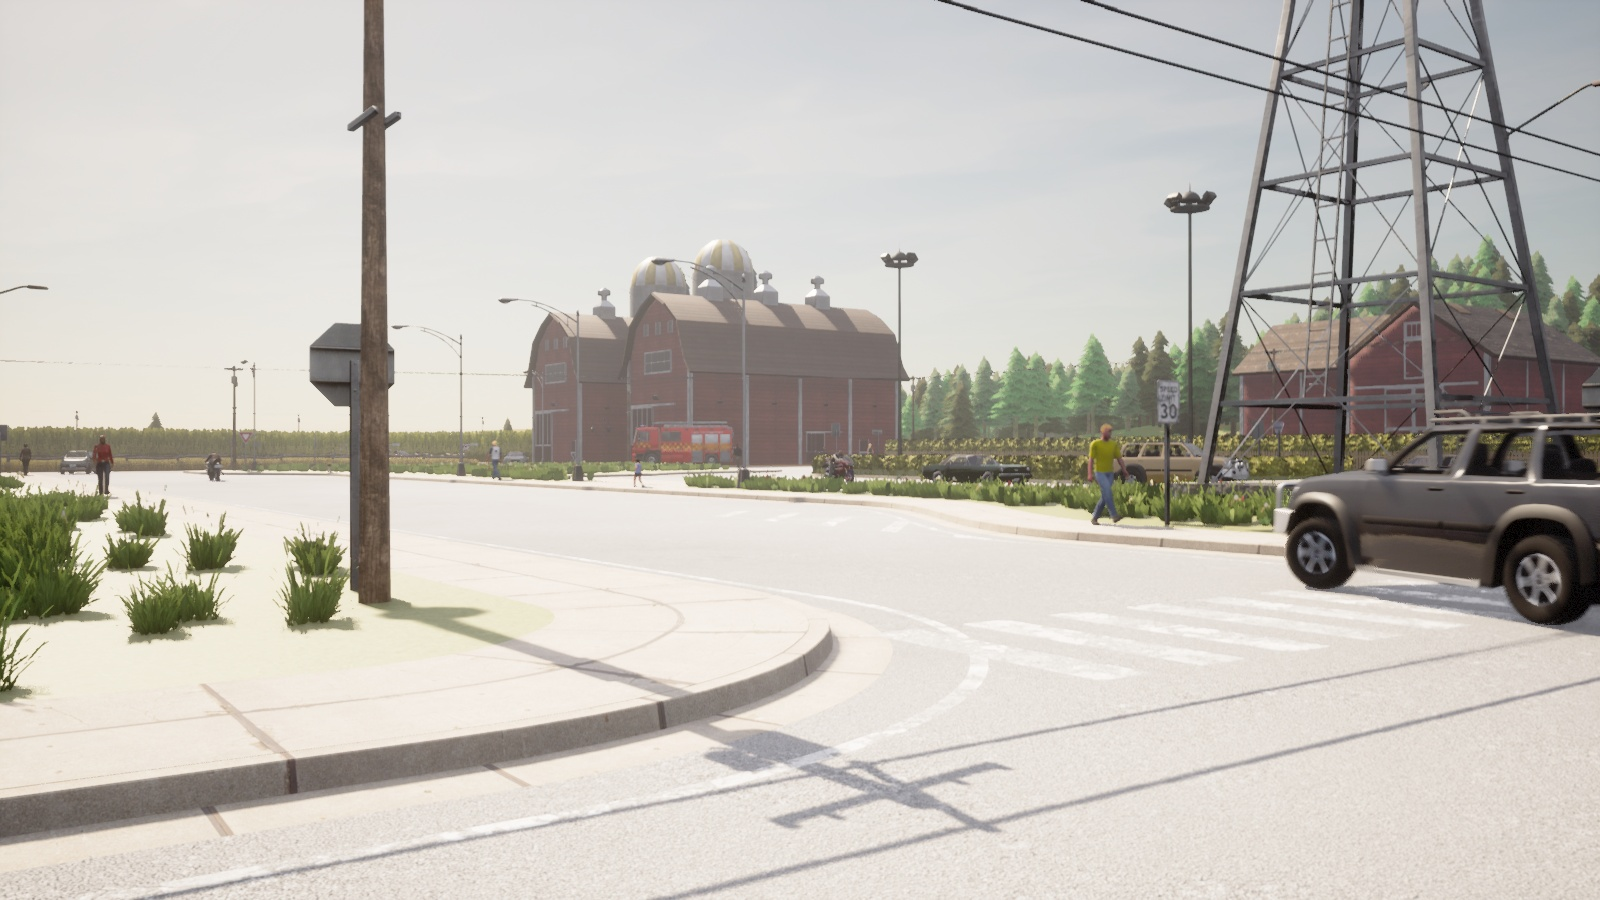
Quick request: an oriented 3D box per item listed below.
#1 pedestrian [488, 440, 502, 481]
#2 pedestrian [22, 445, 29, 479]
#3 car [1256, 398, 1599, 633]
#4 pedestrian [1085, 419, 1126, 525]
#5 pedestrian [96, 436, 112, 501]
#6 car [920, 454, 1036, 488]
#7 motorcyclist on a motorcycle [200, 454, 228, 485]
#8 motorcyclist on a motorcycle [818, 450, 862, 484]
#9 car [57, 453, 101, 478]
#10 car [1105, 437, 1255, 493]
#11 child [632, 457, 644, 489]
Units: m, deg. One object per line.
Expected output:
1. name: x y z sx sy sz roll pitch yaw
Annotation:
1. pedestrian: -13.684 0.485 56.399 0.354 1.836 0.706 0 0 -38
2. pedestrian: -42.123 0.639 68.285 0.328 1.805 0.869 0 0 -32
3. car: 6.687 0.529 12.145 1.932 1.855 4.605 0 0 -16
4. pedestrian: 5.349 0.377 21.986 0.354 1.836 0.706 0 0 -19
5. pedestrian: -19.930 0.514 35.955 0.331 1.846 0.636 0 0 -35
6. car: 7.087 0.819 50.425 1.895 1.301 4.718 0 0 -35
7. motorcyclist on a motorcycle: -29.066 0.948 62.266 0.866 1.530 2.191 0 0 -36
8. motorcyclist on a motorcycle: 1.816 0.783 57.829 0.866 1.530 2.191 0 0 -36
9. car: -46.468 0.988 80.970 1.789 1.549 3.705 -1 0 -20
10. car: 13.193 0.501 43.692 4.605 1.855 1.932 0 0 38
11. child: -5.783 0.821 44.851 0.255 1.110 0.394 0 0 -38
